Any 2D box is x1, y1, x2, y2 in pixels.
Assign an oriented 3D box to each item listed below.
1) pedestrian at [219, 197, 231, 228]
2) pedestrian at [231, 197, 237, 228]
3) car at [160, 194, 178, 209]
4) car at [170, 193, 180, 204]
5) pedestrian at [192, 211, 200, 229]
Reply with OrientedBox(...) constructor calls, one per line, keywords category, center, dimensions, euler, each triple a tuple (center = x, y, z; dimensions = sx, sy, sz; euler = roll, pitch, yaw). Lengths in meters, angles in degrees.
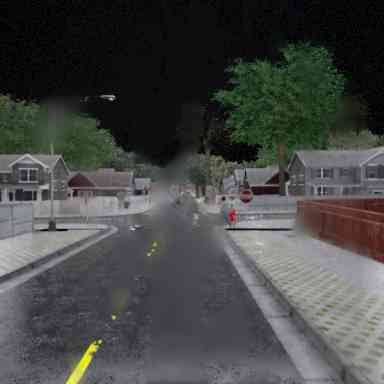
OrientedBox(category="pedestrian", center=(1.886, 1.137, 19.123), dimensions=(0.375, 1.860, 0.375), euler=(0, 0, -1))
OrientedBox(category="pedestrian", center=(2.389, 1.138, 19.729), dimensions=(0.375, 1.860, 0.375), euler=(0, 0, -1))
OrientedBox(category="car", center=(-3.256, 1.462, 45.119), dimensions=(1.882, 1.535, 5.008), euler=(0, 0, 0))
OrientedBox(category="car", center=(-3.377, 1.200, 62.082), dimensions=(2.150, 2.045, 5.566), euler=(0, 0, 0))
OrientedBox(category="pedestrian", center=(0.265, 1.669, 20.312), dimensions=(0.500, 1.100, 0.500), euler=(0, 0, -1))
